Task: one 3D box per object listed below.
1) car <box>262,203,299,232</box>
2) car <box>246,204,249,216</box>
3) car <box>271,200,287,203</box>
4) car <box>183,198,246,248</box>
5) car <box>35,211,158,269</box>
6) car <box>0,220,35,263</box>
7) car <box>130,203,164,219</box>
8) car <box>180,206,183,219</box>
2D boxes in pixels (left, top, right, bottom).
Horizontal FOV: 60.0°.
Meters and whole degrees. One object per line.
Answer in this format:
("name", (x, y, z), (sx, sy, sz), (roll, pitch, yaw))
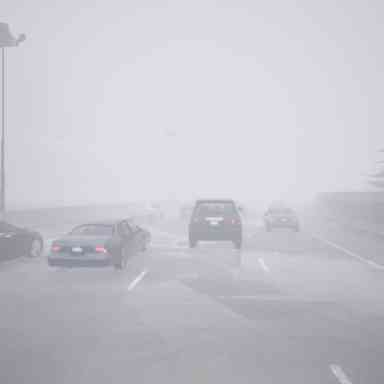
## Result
("car", (5.491, 1.629, 20.828), (2.033, 1.411, 5.357), (0, 0, 10))
("car", (4.639, 1.652, 33.199), (1.812, 1.442, 4.674), (0, 0, 14))
("car", (10.958, 1.728, 41.879), (1.994, 1.385, 4.181), (0, 0, 19))
("car", (1.146, 1.279, 15.223), (2.150, 2.045, 5.566), (0, 0, 6))
("car", (-2.800, 1.587, 11.300), (2.033, 1.411, 5.357), (0, 0, 5))
("car", (-6.375, 1.536, 10.028), (1.837, 1.490, 4.892), (0, 0, 4))
("car", (-3.774, 1.625, 27.982), (1.812, 1.442, 4.674), (0, 0, 12))
("car", (0.272, 1.589, 30.111), (1.882, 1.535, 5.008), (0, 0, 12))
